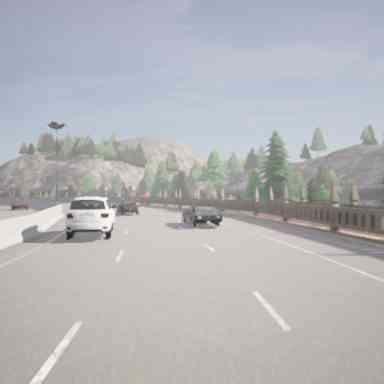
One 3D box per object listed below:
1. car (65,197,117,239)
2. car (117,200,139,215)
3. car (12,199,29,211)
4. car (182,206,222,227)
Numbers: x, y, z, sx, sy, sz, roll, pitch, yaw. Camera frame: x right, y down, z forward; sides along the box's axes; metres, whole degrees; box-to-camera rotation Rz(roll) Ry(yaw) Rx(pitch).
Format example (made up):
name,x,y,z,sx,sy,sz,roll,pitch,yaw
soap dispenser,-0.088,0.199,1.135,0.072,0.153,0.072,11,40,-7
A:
name,x,y,z,sx,sy,sz,roll,pitch,yaw
car,-5.380,1.290,18.022,2.150,2.045,5.566,0,0,-11
car,-7.089,1.639,36.149,2.128,1.511,4.902,0,0,-21
car,-24.184,1.788,46.807,1.882,1.535,5.008,0,-1,-31
car,0.567,1.663,23.502,1.895,1.301,4.718,0,0,-13
